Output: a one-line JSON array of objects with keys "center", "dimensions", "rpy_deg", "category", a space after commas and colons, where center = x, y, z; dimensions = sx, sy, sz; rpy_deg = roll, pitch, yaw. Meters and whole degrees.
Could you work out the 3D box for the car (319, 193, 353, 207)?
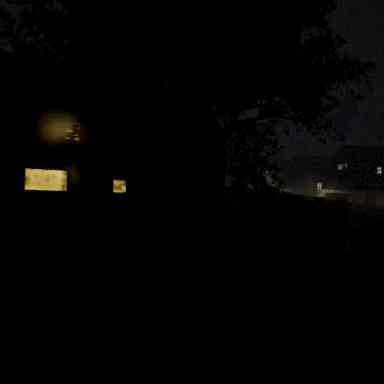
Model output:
[{"center": [14.915, 0.810, 35.319], "dimensions": [2.033, 1.411, 5.357], "rpy_deg": [1, 2, -3], "category": "car"}]
